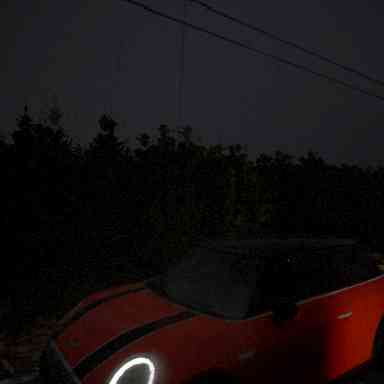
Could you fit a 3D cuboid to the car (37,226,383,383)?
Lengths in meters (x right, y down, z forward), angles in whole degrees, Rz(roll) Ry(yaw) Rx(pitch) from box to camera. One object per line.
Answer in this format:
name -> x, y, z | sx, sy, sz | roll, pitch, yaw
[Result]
car -> 0.640, 1.379, 4.085 | 4.553, 1.767, 2.097 | 1, 0, -35
